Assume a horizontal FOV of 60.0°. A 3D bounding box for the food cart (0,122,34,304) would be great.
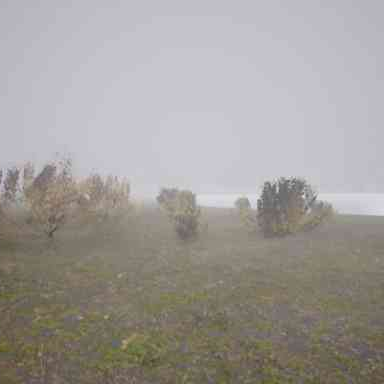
[{"bbox_3d":[-5.971,0.446,7.441,4.660,3.560,2.280,-1,0,34],"label":"food cart"}]
